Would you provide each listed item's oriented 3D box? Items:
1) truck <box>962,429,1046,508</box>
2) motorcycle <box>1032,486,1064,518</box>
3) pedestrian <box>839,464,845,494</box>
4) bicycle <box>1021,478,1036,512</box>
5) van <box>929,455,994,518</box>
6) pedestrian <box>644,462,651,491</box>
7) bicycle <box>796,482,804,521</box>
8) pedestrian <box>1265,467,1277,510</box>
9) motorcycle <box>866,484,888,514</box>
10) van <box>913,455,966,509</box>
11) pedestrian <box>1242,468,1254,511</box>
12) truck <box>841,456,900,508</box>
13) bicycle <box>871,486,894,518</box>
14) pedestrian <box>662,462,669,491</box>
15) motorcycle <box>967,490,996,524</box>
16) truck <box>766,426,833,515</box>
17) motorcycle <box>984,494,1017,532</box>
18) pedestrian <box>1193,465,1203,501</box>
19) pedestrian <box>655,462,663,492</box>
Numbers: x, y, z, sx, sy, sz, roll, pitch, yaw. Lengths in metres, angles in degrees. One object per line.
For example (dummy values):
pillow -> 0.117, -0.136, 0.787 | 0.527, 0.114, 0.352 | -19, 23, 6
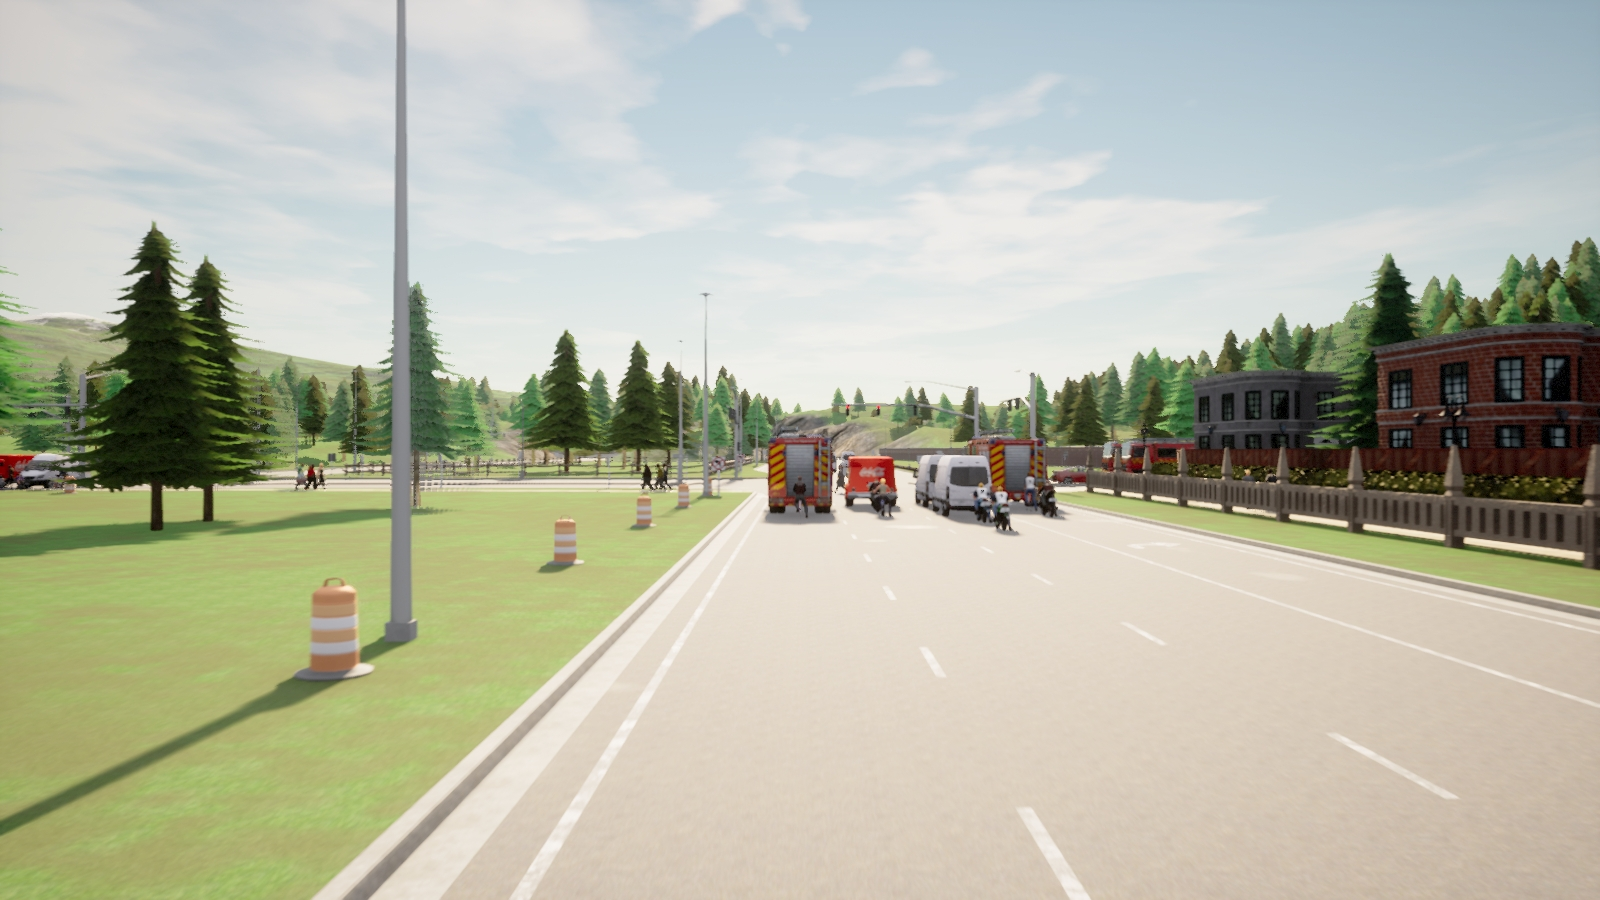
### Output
truck -> 10.494, 0.891, 59.727 | 2.891, 3.827, 8.468 | 0, 0, 0
motorcycle -> 10.499, 2.205, 48.487 | 0.867, 1.251, 2.209 | 0, 0, 0
pedestrian -> 2.676, 1.849, 72.350 | 0.375, 1.860, 0.375 | 0, 0, 5
bicycle -> 10.499, 2.056, 52.448 | 0.373, 1.496, 1.643 | 0, 0, 0
van -> 6.994, 1.534, 50.090 | 1.988, 2.561, 5.915 | 0, 0, 0
pedestrian -> -9.771, 1.696, 73.148 | 0.375, 1.860, 0.375 | 0, 0, 4
bicycle -> -0.007, 2.060, 46.197 | 0.329, 1.471, 1.835 | 0, 0, 0
pedestrian -> 20.752, 1.697, 50.353 | 0.375, 1.860, 0.375 | 0, 0, 0
motorcycle -> 3.490, 2.205, 52.005 | 0.867, 1.251, 2.209 | 0, 0, 0
van -> 6.996, 1.534, 57.852 | 1.988, 2.561, 5.915 | 0, 0, 0
pedestrian -> 19.303, 1.696, 49.200 | 0.375, 1.860, 0.375 | 0, 0, 0
truck -> 3.507, 1.568, 57.799 | 2.627, 2.467, 5.204 | 0, 0, 0
bicycle -> 3.481, 2.158, 48.069 | 0.859, 1.277, 1.487 | 0, 0, 0
pedestrian -> -8.612, 1.696, 73.094 | 0.375, 1.860, 0.375 | 0, 0, 3
motorcycle -> 6.999, 2.186, 44.092 | 0.803, 1.199, 2.033 | 0, 0, 0
truck -> -0.006, 0.891, 53.650 | 2.891, 3.827, 8.468 | 0, 0, 0
motorcycle -> 6.999, 2.186, 39.905 | 0.803, 1.199, 2.033 | 0, 0, 0
pedestrian -> 20.490, 1.699, 58.878 | 0.375, 1.860, 0.375 | 0, 0, 0
pedestrian -> -8.943, 1.696, 72.486 | 0.375, 1.860, 0.375 | 0, 0, 6
